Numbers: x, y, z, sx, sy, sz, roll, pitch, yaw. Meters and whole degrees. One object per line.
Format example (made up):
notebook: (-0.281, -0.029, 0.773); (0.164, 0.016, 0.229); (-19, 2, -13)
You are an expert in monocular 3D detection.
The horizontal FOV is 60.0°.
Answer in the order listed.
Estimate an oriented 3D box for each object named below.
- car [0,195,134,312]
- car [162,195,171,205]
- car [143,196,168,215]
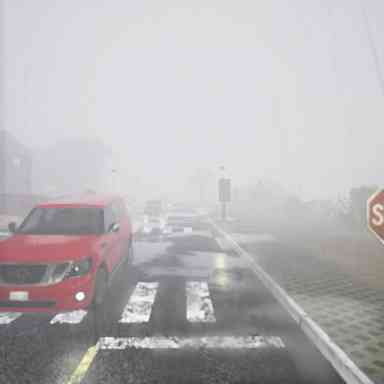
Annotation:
car: (-2.822, 1.185, 8.102); (2.150, 2.045, 5.566); (1, 3, -1)
car: (-4.624, 1.324, 57.519); (1.837, 1.490, 4.892); (0, 0, -2)
car: (-3.697, 1.478, 33.042); (1.837, 1.490, 4.892); (0, 1, -2)
